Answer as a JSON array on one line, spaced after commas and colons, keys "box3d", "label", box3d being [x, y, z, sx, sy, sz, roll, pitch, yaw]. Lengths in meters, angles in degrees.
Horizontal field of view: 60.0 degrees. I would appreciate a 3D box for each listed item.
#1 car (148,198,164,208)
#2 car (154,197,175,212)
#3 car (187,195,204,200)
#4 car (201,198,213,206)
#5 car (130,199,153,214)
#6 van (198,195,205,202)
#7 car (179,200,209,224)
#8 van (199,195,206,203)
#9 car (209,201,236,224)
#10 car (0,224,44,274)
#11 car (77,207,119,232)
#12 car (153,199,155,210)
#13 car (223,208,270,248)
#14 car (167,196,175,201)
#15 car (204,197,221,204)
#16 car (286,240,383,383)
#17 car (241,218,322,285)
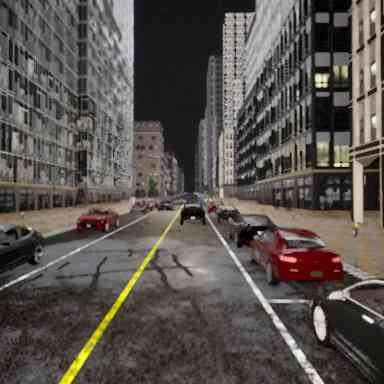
[{"box3d": [-5.750, 1.760, 53.528, 1.947, 1.339, 4.313, 1, 0, 0], "label": "car"}, {"box3d": [-3.145, 1.660, 40.530, 1.837, 1.490, 4.892, 0, 0, 0], "label": "car"}, {"box3d": [0.047, 1.509, 41.152, 2.097, 1.767, 4.553, 0, 0, 0], "label": "car"}, {"box3d": [2.623, 1.792, 59.094, 1.802, 1.307, 4.206, 1, 0, 0], "label": "car"}, {"box3d": [-5.729, 1.725, 36.806, 1.802, 1.307, 4.206, 1, 0, 0], "label": "car"}, {"box3d": [2.591, 1.620, 86.979, 1.690, 1.788, 3.998, 1, 0, 0], "label": "van"}, {"box3d": [0.067, 1.609, 25.719, 1.837, 1.490, 4.892, 0, -1, 0], "label": "car"}, {"box3d": [2.598, 1.608, 81.402, 1.690, 1.788, 3.998, 1, 0, 0], "label": "van"}, {"box3d": [2.666, 1.656, 25.631, 2.008, 1.369, 4.403, 1, 0, 0], "label": "car"}, {"box3d": [-5.694, 1.606, 9.276, 1.947, 1.339, 4.313, 1, 0, 0], "label": "car"}, {"box3d": [-5.708, 1.631, 20.627, 1.887, 1.381, 4.507, 1, 0, 0], "label": "car"}, {"box3d": [-5.734, 1.601, 42.380, 1.967, 1.590, 4.097, 1, 0, 0], "label": "car"}, {"box3d": [2.680, 1.630, 14.932, 1.947, 1.339, 4.313, 1, 0, 0], "label": "car"}, {"box3d": [-5.800, 1.855, 92.550, 1.947, 1.339, 4.313, 1, 0, 0], "label": "car"}, {"box3d": [2.653, 1.584, 36.786, 1.967, 1.590, 4.097, 1, 0, 0], "label": "car"}, {"box3d": [2.694, 1.567, 3.584, 2.008, 1.369, 4.403, 1, 0, 0], "label": "car"}, {"box3d": [2.686, 1.623, 9.259, 1.802, 1.307, 4.206, 1, 0, 0], "label": "car"}]
